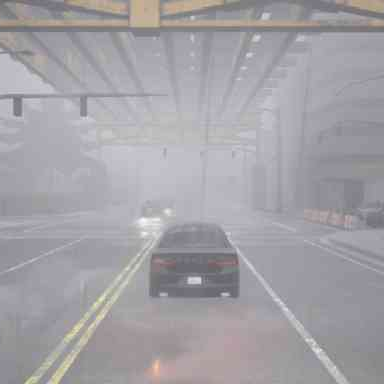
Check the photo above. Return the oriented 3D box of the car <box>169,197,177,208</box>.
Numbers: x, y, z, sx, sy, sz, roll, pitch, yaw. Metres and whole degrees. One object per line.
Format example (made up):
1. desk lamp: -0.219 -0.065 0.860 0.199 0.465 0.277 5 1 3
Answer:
1. car: -3.689 1.492 46.940 2.128 1.511 4.902 0 0 0

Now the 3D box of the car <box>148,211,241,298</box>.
1. car: 0.054 1.478 8.590 1.882 1.535 5.008 0 0 0

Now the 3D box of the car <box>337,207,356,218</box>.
1. car: 13.581 1.295 25.032 4.536 1.218 1.853 0 0 25

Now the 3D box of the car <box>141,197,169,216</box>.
1. car: -3.734 1.491 32.087 2.128 1.511 4.902 0 0 1

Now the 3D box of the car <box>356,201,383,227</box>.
1. car: 13.217 1.453 20.894 4.974 1.542 2.038 0 0 -20

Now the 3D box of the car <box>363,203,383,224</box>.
1. car: 13.265 1.295 20.912 4.536 1.218 1.853 0 0 -20

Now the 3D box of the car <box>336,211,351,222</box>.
1. car: 13.534 1.453 25.053 4.974 1.542 2.038 0 0 25

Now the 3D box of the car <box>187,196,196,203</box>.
1. car: -0.047 1.492 66.397 2.128 1.511 4.902 0 0 0
